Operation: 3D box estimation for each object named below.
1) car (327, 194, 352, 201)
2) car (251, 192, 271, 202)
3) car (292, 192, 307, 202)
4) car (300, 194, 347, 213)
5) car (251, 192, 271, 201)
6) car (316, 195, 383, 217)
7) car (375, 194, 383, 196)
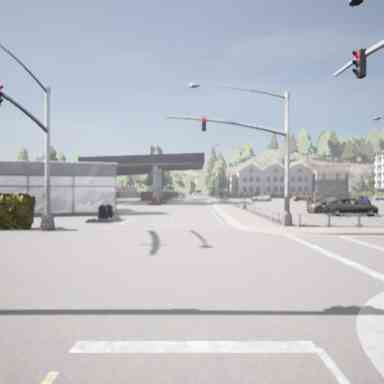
[{"bbox_3d":[32.242,1.157,72.669,4.514,1.523,2.007,0,0,0],"label":"car"},{"bbox_3d":[13.686,1.233,65.867,3.806,1.475,1.970,0,0,0],"label":"car"},{"bbox_3d":[22.165,0.970,65.823,4.605,1.855,1.932,0,0,0],"label":"car"},{"bbox_3d":[13.411,1.269,31.610,5.027,1.636,2.152,0,0,0],"label":"car"},{"bbox_3d":[14.329,0.942,69.185,3.866,1.878,1.905,0,0,0],"label":"car"},{"bbox_3d":[13.434,1.284,28.473,4.514,1.523,2.007,0,0,0],"label":"car"},{"bbox_3d":[39.256,1.099,68.940,3.806,1.475,1.970,0,0,0],"label":"car"}]
